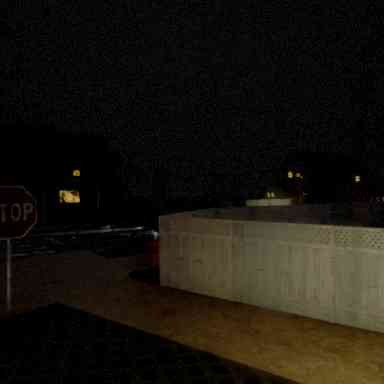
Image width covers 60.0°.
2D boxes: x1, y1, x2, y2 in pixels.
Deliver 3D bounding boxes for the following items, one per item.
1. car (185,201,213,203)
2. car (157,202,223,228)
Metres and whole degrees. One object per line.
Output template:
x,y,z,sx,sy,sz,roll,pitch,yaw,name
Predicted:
0.112,1.372,20.393,4.553,1.767,2.097,0,-1,-34,car
0.669,1.483,17.348,4.902,1.511,2.128,0,-1,-35,car
